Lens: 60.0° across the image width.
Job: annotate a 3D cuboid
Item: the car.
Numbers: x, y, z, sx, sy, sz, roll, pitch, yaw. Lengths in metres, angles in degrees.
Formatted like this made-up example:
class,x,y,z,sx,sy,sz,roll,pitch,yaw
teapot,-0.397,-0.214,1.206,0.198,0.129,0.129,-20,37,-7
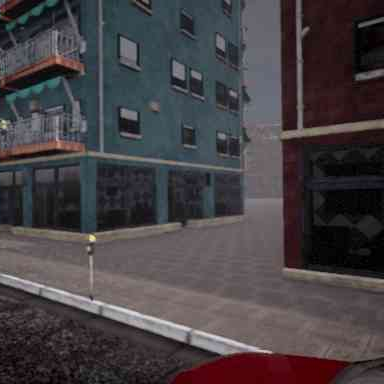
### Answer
class,x,y,z,sx,sy,sz,roll,pitch,yaw
car,1.551,1.581,1.624,4.206,1.307,1.802,0,-1,36
